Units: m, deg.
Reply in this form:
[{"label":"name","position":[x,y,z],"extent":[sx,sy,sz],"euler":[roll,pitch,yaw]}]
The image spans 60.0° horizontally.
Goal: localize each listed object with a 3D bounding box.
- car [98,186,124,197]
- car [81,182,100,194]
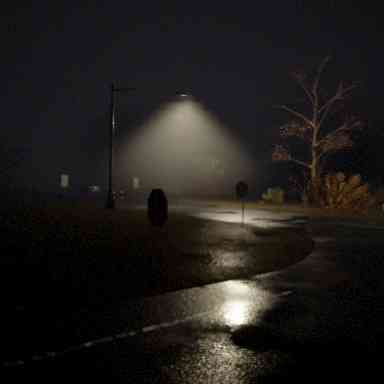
[{"label":"car","position":[-12.321,0.024,51.389],"extent":[1.895,1.301,4.718],"euler":[1,1,-36]},{"label":"car","position":[-18.132,-0.678,59.516],"extent":[2.150,2.045,5.566],"euler":[1,1,-36]}]
